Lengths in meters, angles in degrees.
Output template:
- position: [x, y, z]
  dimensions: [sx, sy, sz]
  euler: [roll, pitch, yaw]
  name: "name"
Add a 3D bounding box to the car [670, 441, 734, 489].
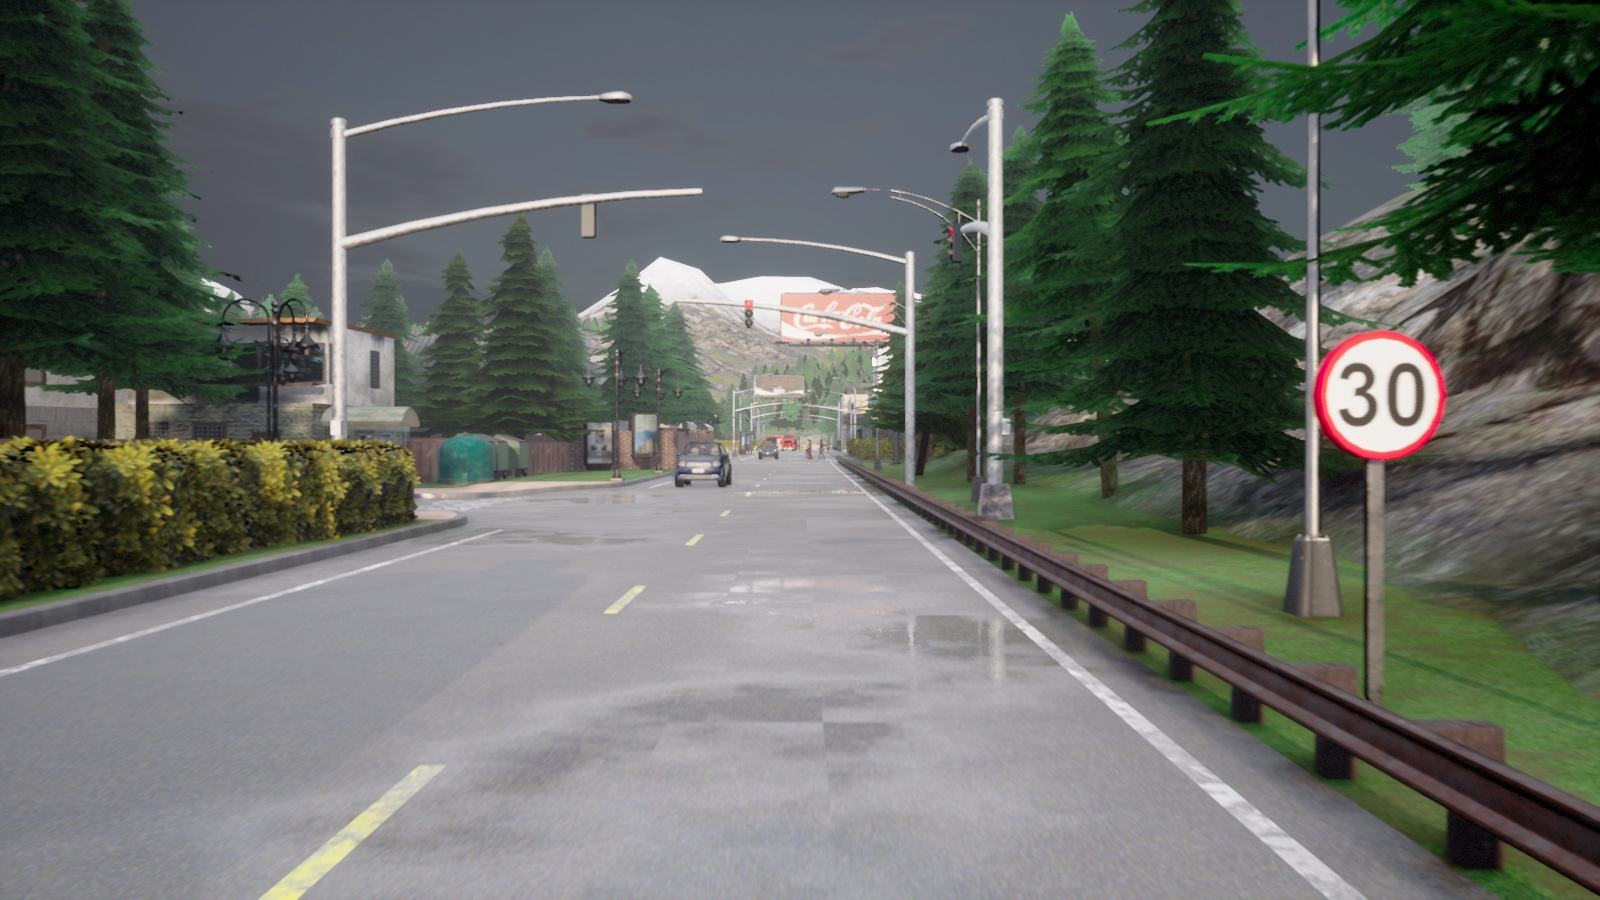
- position: [-3.293, 0.481, 42.874]
  dimensions: [1.789, 1.549, 3.705]
  euler: [0, 0, 1]
  name: "car"
